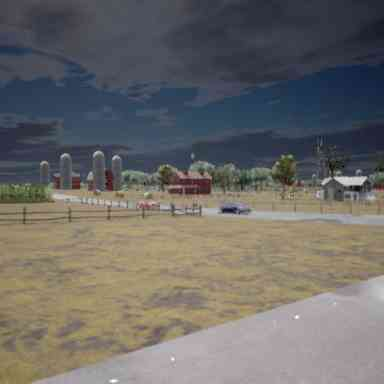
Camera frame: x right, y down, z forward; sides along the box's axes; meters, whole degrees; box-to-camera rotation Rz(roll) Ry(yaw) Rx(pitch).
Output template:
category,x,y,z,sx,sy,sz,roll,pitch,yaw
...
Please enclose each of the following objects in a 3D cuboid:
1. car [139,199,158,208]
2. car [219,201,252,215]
category,x,y,z,sx,sy,sz,roll,pitch,yaw
car,-7.934,2.026,61.207,2.097,1.767,4.553,-1,1,-36
car,5.489,1.954,42.369,2.097,1.767,4.553,-1,0,-36
